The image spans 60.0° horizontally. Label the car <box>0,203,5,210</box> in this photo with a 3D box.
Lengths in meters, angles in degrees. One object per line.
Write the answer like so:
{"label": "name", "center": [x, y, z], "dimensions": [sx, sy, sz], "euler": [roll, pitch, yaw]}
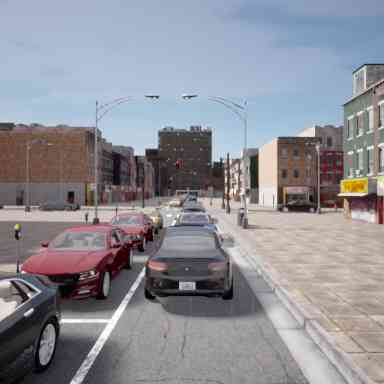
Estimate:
{"label": "car", "center": [-23.224, 1.383, 36.508], "dimensions": [4.892, 1.490, 1.837], "euler": [0, 0, 0]}

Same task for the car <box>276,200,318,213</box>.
{"label": "car", "center": [12.521, 1.685, 39.575], "dimensions": [5.008, 1.535, 1.882], "euler": [1, 0, 0]}

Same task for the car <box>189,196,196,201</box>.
{"label": "car", "center": [0.164, 1.817, 92.089], "dimensions": [1.895, 1.301, 4.718], "euler": [0, 0, 0]}

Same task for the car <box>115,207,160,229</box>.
{"label": "car", "center": [-2.609, 1.553, 13.931], "dimensions": [1.887, 1.381, 4.507], "euler": [0, 0, 0]}

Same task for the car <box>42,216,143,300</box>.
{"label": "car", "center": [-2.619, 1.548, 8.436], "dimensions": [1.887, 1.381, 4.507], "euler": [0, 0, 0]}

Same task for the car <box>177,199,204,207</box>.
{"label": "car", "center": [0.157, 1.530, 25.967], "dimensions": [1.837, 1.490, 4.892], "euler": [0, 0, 2]}

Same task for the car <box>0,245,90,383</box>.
{"label": "car", "center": [-2.628, 1.552, 2.942], "dimensions": [2.008, 1.369, 4.403], "euler": [0, 0, 0]}

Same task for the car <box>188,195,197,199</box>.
{"label": "car", "center": [0.146, 1.539, 81.908], "dimensions": [2.097, 1.767, 4.553], "euler": [0, 0, 0]}

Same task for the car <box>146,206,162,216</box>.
{"label": "car", "center": [-2.600, 1.540, 19.255], "dimensions": [1.752, 1.417, 4.829], "euler": [0, 0, 0]}

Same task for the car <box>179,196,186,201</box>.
{"label": "car", "center": [-2.476, 1.757, 89.490], "dimensions": [1.887, 1.381, 4.507], "euler": [0, 0, 0]}

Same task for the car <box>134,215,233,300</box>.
{"label": "car", "center": [-0.041, 1.529, 8.302], "dimensions": [1.812, 1.442, 4.674], "euler": [0, 0, 1]}

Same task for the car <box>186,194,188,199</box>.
{"label": "car", "center": [-2.496, 1.695, 78.431], "dimensions": [1.752, 1.417, 4.829], "euler": [0, 0, 0]}

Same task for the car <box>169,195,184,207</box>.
{"label": "car", "center": [-2.544, 1.606, 51.212], "dimensions": [1.752, 1.417, 4.829], "euler": [0, 0, 0]}

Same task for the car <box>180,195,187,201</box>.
{"label": "car", "center": [-2.466, 1.672, 94.935], "dimensions": [1.967, 1.590, 4.097], "euler": [0, 0, 0]}

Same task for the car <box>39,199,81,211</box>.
{"label": "car", "center": [-14.473, 1.505, 36.536], "dimensions": [4.181, 1.385, 1.994], "euler": [0, 0, 0]}

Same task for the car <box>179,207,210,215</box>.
{"label": "car", "center": [0.122, 1.611, 15.666], "dimensions": [1.895, 1.301, 4.718], "euler": [0, 0, 0]}

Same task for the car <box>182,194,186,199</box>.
{"label": "car", "center": [-2.533, 1.411, 56.826], "dimensions": [2.192, 1.841, 5.009], "euler": [0, 0, 0]}
